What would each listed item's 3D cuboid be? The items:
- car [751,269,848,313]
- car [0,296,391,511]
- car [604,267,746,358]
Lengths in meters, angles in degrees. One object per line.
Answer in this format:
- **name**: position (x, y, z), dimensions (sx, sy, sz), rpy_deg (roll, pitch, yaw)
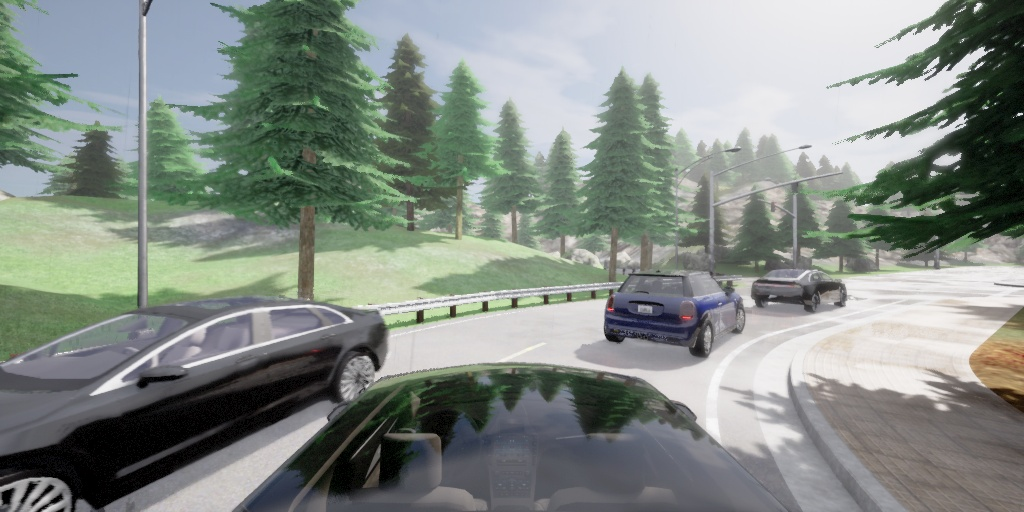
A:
- **car**: position (11.341, 1.256, 14.091), dimensions (4.902, 1.511, 2.128), rpy_deg (0, 0, -32)
- **car**: position (-3.357, 1.242, 3.755), dimensions (2.128, 1.511, 4.902), rpy_deg (0, 0, 18)
- **car**: position (4.162, 1.109, 8.877), dimensions (2.097, 1.767, 4.553), rpy_deg (0, 0, 43)
